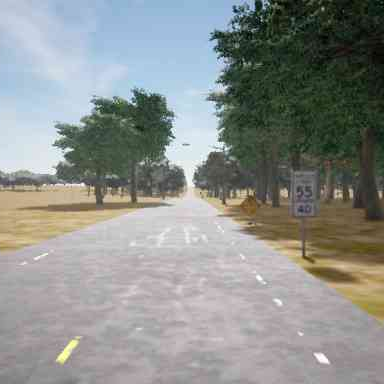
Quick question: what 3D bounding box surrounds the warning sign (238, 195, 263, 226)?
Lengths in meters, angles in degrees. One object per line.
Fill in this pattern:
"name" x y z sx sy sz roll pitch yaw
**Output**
"warning sign" 3.558 1.110 20.364 1.300 1.860 1.060 0 0 0
